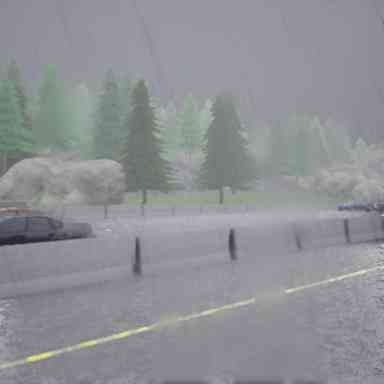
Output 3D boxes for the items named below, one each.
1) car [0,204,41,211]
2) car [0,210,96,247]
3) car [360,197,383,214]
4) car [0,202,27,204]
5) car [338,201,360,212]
[{"bbox_3d":[-8.428,1.482,15.177,5.008,1.535,1.882,0,0,-36],"label":"car"},{"bbox_3d":[-6.387,1.552,12.334,5.357,1.411,2.033,0,0,-36],"label":"car"},{"bbox_3d":[24.507,1.725,42.967,5.566,2.045,2.150,2,-1,-35],"label":"car"},{"bbox_3d":[-10.138,1.497,18.257,4.902,1.511,2.128,0,0,-36],"label":"car"},{"bbox_3d":[21.897,1.966,45.402,5.008,1.535,1.882,2,-1,-35],"label":"car"}]
